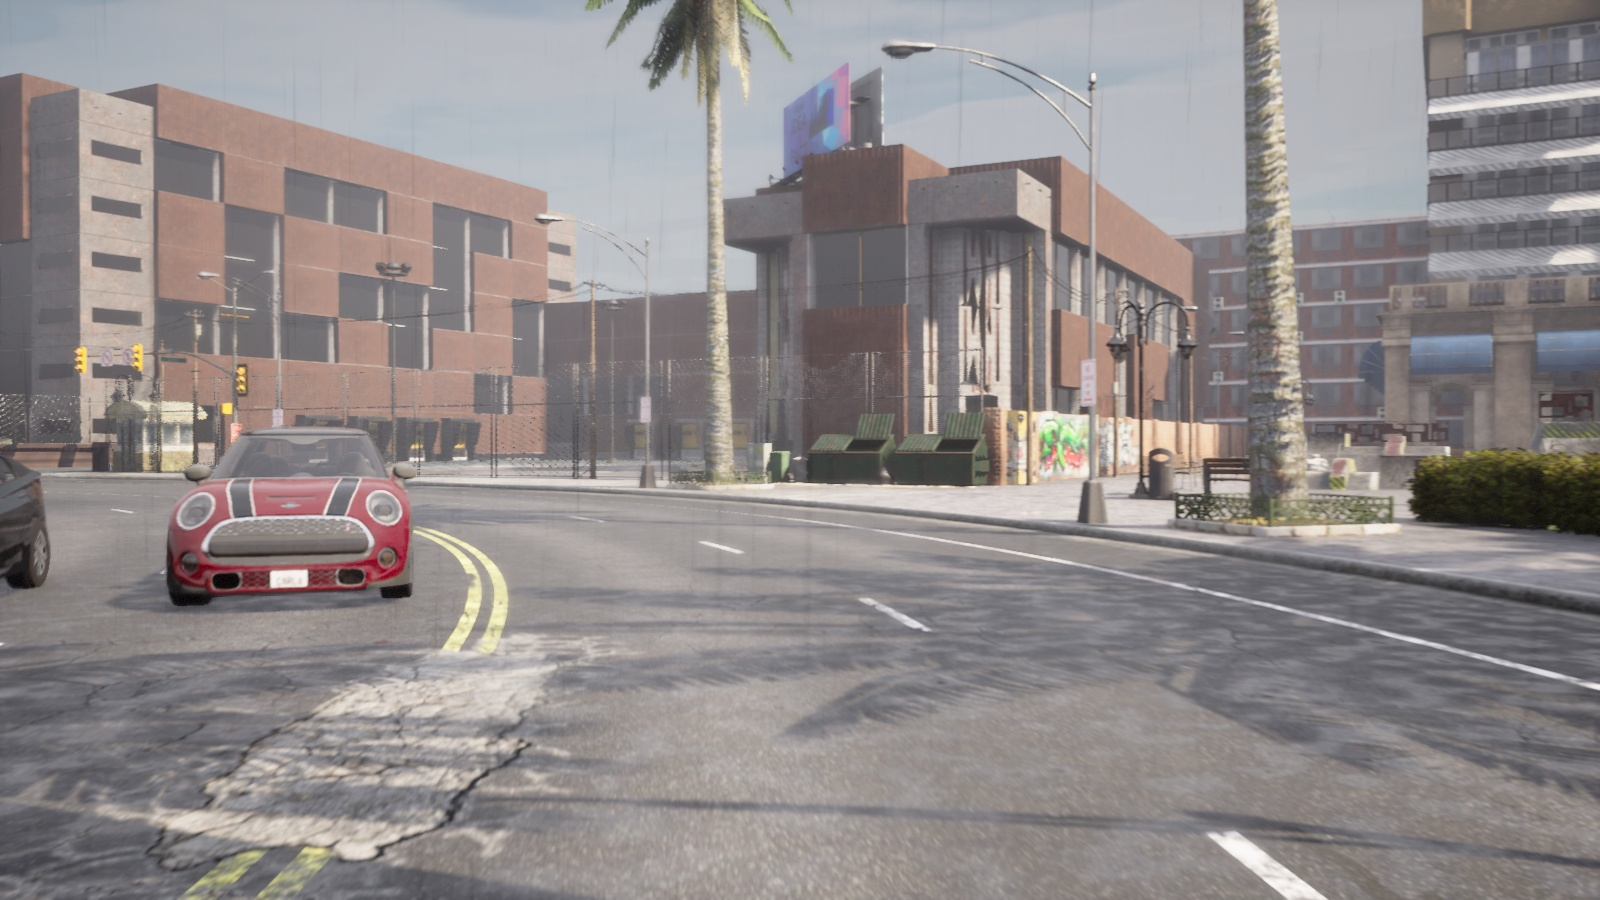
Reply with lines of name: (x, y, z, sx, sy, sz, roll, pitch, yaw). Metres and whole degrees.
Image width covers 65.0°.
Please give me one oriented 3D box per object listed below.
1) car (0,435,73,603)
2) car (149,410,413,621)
car: (-8.285, 0.630, 11.266, 2.007, 1.525, 4.514, 0, 0, -16)
car: (-5.122, 0.532, 12.983, 2.097, 1.767, 4.553, 0, 0, -18)
